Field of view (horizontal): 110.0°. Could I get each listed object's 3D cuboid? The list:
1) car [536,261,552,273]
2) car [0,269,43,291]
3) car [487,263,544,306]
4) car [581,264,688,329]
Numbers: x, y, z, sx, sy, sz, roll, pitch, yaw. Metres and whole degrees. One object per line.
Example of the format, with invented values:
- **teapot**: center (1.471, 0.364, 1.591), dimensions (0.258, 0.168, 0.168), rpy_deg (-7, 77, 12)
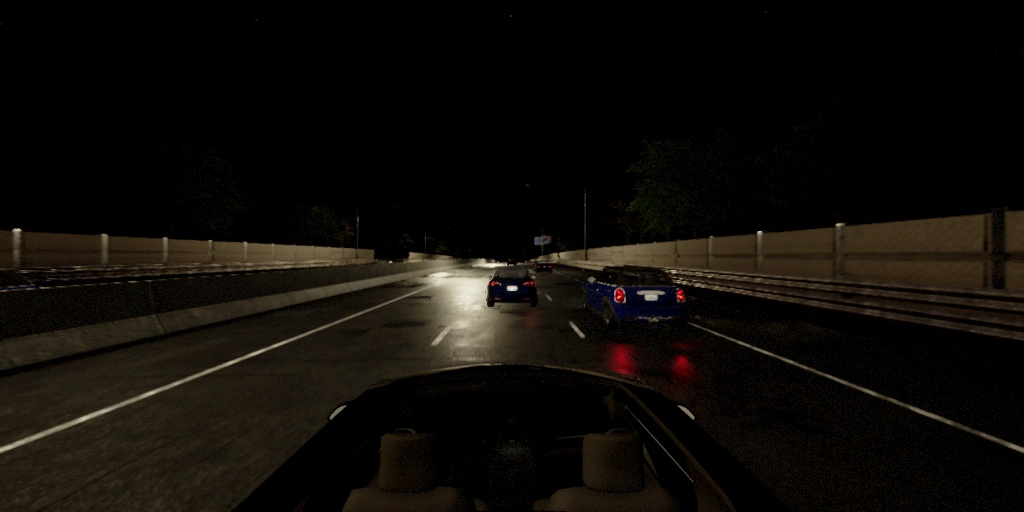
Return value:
- **car**: center (3.595, 1.251, 42.273), dimensions (2.033, 1.411, 5.357), rpy_deg (0, 0, 0)
- **car**: center (-14.065, 1.098, 8.118), dimensions (2.097, 1.767, 4.553), rpy_deg (0, 0, 0)
- **car**: center (0.003, 1.238, 15.647), dimensions (2.163, 1.488, 4.792), rpy_deg (0, 0, 0)
- **car**: center (3.598, 1.097, 11.389), dimensions (2.097, 1.767, 4.553), rpy_deg (0, 0, 0)
